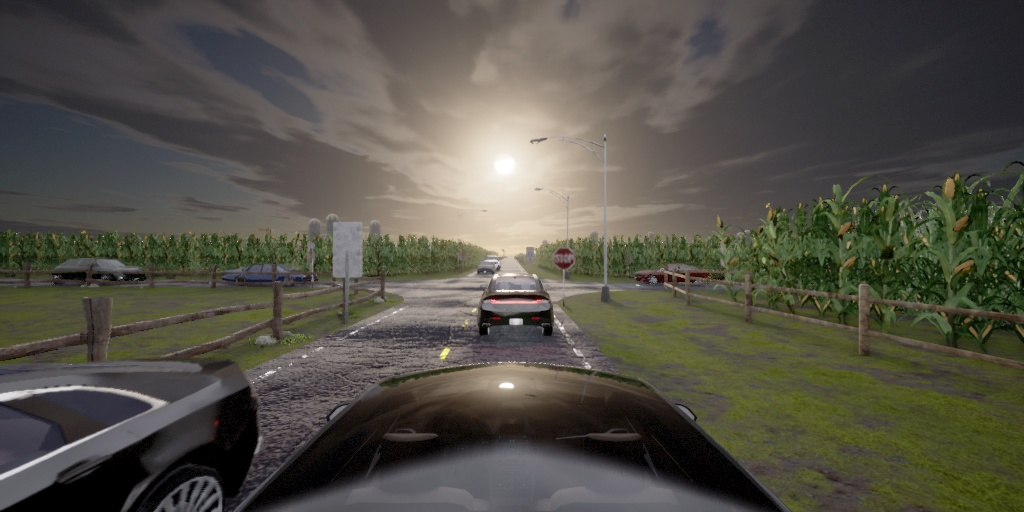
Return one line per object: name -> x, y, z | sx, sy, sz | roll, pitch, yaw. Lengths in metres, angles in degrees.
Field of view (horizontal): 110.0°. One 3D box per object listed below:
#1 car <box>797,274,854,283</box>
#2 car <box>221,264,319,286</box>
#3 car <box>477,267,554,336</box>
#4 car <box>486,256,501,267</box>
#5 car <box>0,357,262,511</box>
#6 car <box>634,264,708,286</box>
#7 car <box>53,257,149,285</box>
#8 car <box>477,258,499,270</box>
car -> 23.121, 1.431, 25.849 | 4.892, 1.490, 1.837 | 1, -1, 0
car -> -15.619, 1.196, 23.282 | 5.357, 1.411, 2.033 | 0, -1, -1
car -> 0.092, 1.242, 10.360 | 2.128, 1.511, 4.902 | 0, 0, 0
car -> -2.874, 0.951, 51.092 | 2.150, 2.045, 5.566 | 0, 0, 1
car -> -2.844, 1.241, 0.717 | 2.128, 1.511, 4.902 | 0, 0, 0
car -> 11.463, 1.323, 25.958 | 5.008, 1.535, 1.882 | 0, -1, 1
car -> -26.644, 0.941, 23.357 | 4.553, 1.767, 2.097 | 0, -1, 1
car -> -2.879, 1.284, 40.831 | 2.033, 1.411, 5.357 | 0, 0, 0
